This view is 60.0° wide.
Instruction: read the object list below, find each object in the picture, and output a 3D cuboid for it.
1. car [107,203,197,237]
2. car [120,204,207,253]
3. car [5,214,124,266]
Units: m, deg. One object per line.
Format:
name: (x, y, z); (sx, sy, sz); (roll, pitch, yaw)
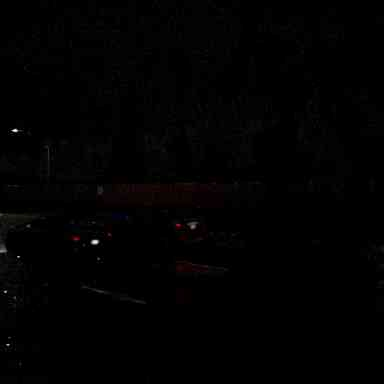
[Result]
car: (-2.338, 1.457, 18.558); (5.008, 1.535, 1.882); (0, 0, 36)
car: (-1.683, 1.336, 13.791); (4.553, 1.767, 2.097); (0, 0, 36)
car: (-4.677, 1.547, 11.627); (4.181, 1.385, 1.994); (0, 0, 36)
